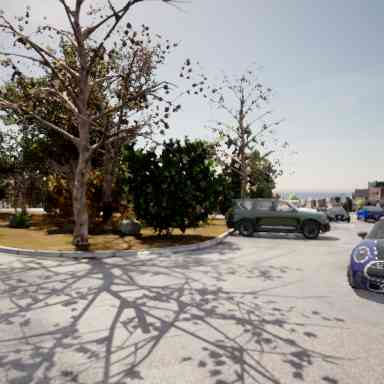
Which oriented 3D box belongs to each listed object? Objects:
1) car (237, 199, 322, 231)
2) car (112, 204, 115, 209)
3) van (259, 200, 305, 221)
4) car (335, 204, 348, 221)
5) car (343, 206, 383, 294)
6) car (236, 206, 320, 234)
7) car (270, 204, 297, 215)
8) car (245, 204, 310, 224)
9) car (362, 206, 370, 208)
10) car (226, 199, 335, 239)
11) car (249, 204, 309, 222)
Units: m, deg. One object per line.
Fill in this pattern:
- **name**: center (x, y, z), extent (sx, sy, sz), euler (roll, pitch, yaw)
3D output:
- **car**: center (6.161, 1.528, 23.764), extent (5.566, 2.045, 2.435), euler (0, -1, 16)
- **car**: center (-12.062, 2.564, 53.868), extent (5.008, 1.535, 1.882), euler (1, 0, 16)
- **van**: center (9.330, 1.873, 34.474), extent (4.442, 1.987, 1.878), euler (0, -2, 16)
- **car**: center (13.553, 2.121, 31.202), extent (1.994, 1.385, 4.181), euler (0, -2, 16)
- **car**: center (5.486, 1.401, 8.450), extent (2.097, 1.767, 4.553), euler (0, -1, 35)
- **car**: center (5.379, 1.723, 21.078), extent (4.892, 1.521, 2.231), euler (0, -1, 16)
- **car**: center (15.815, 3.012, 57.521), extent (4.553, 1.767, 2.185), euler (0, -3, 16)
- **car**: center (7.532, 1.926, 29.310), extent (5.366, 1.575, 1.946), euler (0, -2, 16)
- **car**: center (17.372, 2.104, 32.328), extent (1.882, 1.535, 5.008), euler (0, -2, 16)
- **car**: center (4.676, 1.418, 18.508), extent (5.566, 2.045, 2.435), euler (0, -1, 16)
- **car**: center (8.267, 2.005, 31.867), extent (5.366, 1.575, 1.946), euler (0, -2, 16)
